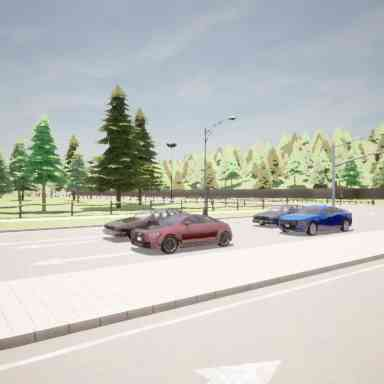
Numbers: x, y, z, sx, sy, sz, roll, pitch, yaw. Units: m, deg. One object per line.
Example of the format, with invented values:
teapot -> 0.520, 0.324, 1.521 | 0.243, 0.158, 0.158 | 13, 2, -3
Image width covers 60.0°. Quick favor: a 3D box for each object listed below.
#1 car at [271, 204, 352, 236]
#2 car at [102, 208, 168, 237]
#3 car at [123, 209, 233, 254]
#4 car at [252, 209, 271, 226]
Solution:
car -> 6.990, 1.478, 18.700 | 5.008, 1.535, 1.882 | 0, 0, -35
car -> -1.705, 1.547, 16.869 | 5.357, 1.411, 2.033 | 0, 0, -35
car -> -0.345, 1.564, 13.546 | 4.181, 1.385, 1.994 | 0, 0, -36
car -> 6.531, 1.547, 22.643 | 5.357, 1.411, 2.033 | 0, 0, -35
